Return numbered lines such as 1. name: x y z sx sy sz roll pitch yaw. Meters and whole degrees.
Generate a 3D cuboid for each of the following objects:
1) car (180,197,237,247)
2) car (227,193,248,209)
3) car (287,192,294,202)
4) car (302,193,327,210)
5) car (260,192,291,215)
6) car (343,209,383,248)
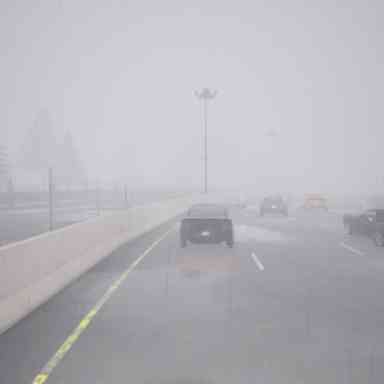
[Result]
1. car: 0.676 1.170 13.433 1.882 1.535 5.008 0 1 5
2. car: 4.217 0.809 31.544 1.812 1.442 4.674 0 1 16
3. car: 11.560 0.659 41.515 1.895 1.301 4.718 1 1 24
4. car: 11.175 0.787 30.420 1.882 1.535 5.008 0 1 17
5. car: 6.285 0.980 25.689 1.994 1.385 4.181 0 1 13
6. car: 7.624 1.303 13.043 1.895 1.301 4.718 0 1 5
